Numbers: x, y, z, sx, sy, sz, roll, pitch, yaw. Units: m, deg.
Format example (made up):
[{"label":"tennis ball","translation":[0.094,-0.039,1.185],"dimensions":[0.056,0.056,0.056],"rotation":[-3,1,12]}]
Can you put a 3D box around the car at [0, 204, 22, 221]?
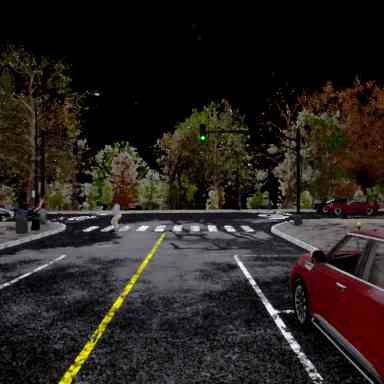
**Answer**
[{"label":"car","translation":[-16.430,1.583,25.951],"dimensions":[4.902,1.511,2.128],"rotation":[-1,-1,2]}]

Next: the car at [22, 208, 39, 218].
[{"label":"car","translation":[-16.103,1.733,29.204],"dimensions":[4.718,1.301,1.895],"rotation":[-1,-1,1]}]

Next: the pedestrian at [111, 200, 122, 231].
[{"label":"pedestrian","translation":[-4.287,1.296,18.857],"dimensions":[0.375,1.860,0.375],"rotation":[1,-1,0]}]

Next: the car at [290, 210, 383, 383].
[{"label":"car","translation":[2.720,1.316,3.837],"dimensions":[2.192,1.841,5.009],"rotation":[1,0,0]}]

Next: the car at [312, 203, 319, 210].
[{"label":"car","translation":[15.249,1.406,35.151],"dimensions":[4.892,1.490,1.837],"rotation":[-1,-1,1]}]

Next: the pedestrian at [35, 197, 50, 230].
[{"label":"pedestrian","translation":[-8.192,1.146,18.264],"dimensions":[0.375,1.860,0.375],"rotation":[1,-1,0]}]

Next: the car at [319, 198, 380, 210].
[{"label":"car","translation":[15.182,1.459,31.898],"dimensions":[4.718,1.301,1.895],"rotation":[-1,-1,1]}]
